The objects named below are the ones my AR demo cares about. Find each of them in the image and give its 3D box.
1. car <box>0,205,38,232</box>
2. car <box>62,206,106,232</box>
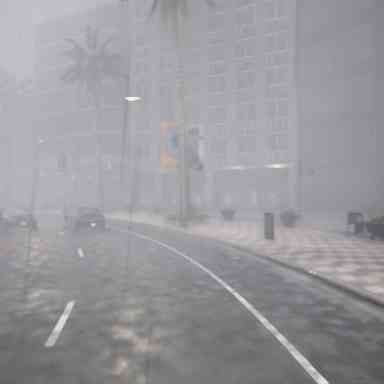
[{"bbox_3d":[-11.451,1.758,21.881,1.812,1.442,4.674,0,0,-35],"label":"car"},{"bbox_3d":[-7.050,1.685,21.539,1.837,1.490,4.892,0,-1,-32],"label":"car"}]
